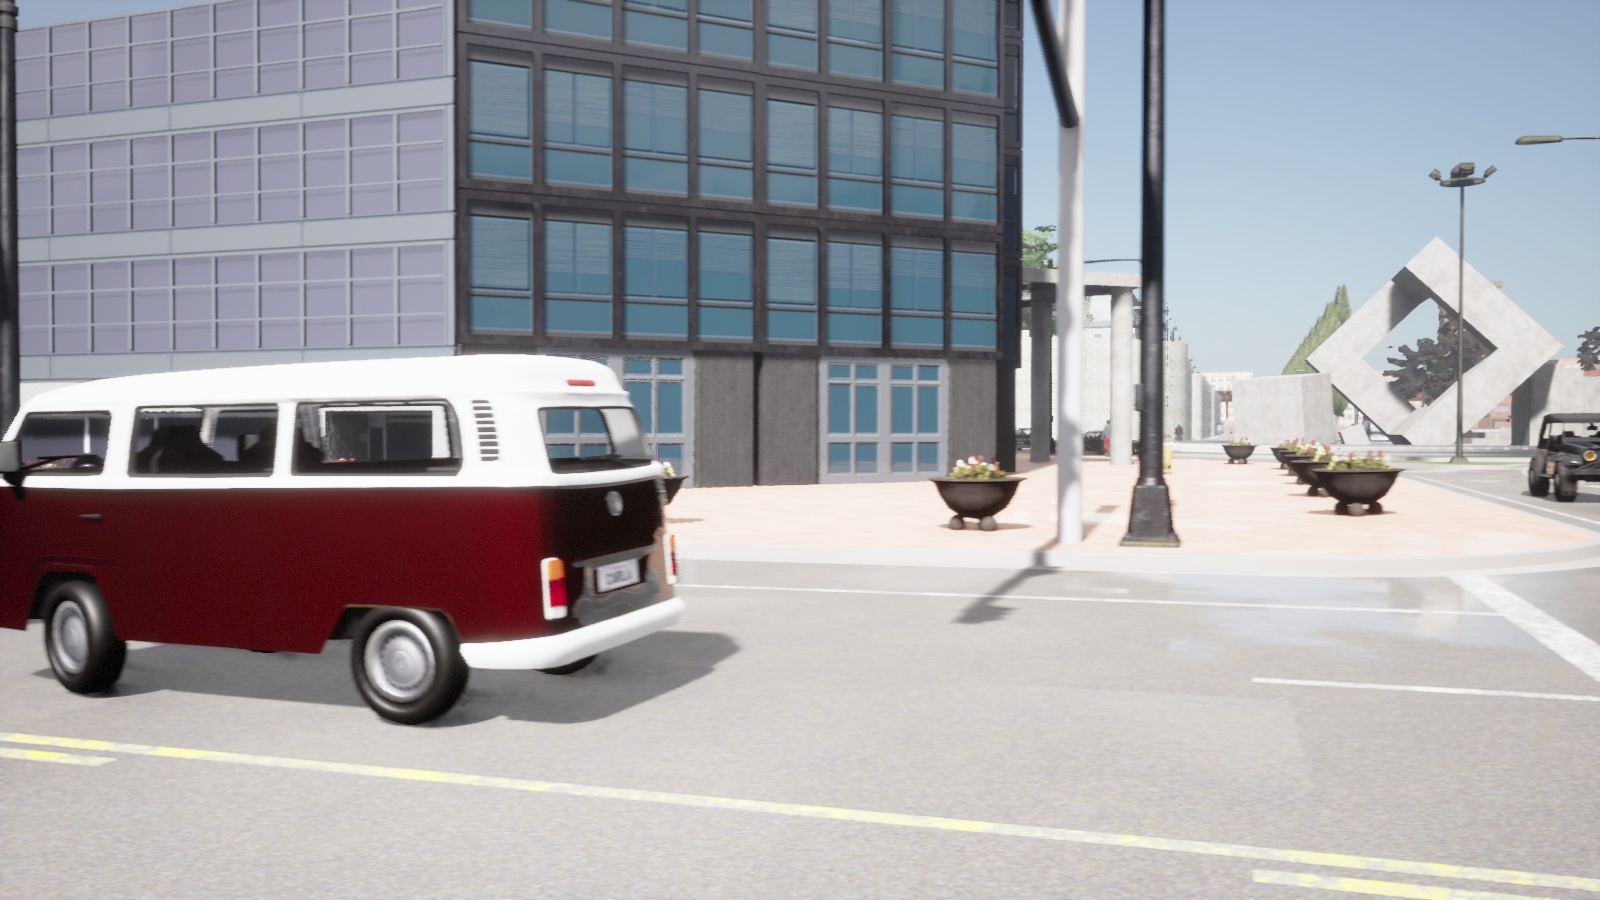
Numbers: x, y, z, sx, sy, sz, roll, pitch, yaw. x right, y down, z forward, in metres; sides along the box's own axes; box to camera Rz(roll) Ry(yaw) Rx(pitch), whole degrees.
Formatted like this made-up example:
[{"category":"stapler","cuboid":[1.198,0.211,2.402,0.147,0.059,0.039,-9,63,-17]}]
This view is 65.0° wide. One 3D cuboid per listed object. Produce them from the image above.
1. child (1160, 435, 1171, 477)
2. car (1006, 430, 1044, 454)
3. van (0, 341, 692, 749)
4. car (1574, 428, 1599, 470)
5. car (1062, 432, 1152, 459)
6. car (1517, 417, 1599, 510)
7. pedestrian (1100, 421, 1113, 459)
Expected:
[{"category":"child","cuboid":[11.190,0.172,38.454,0.270,1.263,0.437,1,1,12]},{"category":"car","cuboid":[14.981,-0.562,83.515,1.789,1.549,3.705,1,1,22]},{"category":"van","cuboid":[-3.179,0.440,8.049,4.480,2.038,2.069,0,2,22]},{"category":"car","cuboid":[33.636,-0.033,50.798,5.027,1.651,2.152,0,1,-36]},{"category":"car","cuboid":[17.453,-0.268,71.673,2.033,1.411,5.357,0,1,-25]},{"category":"car","cuboid":[17.003,0.248,27.115,1.905,1.878,3.866,1,1,19]},{"category":"pedestrian","cuboid":[14.727,-0.488,60.271,0.353,1.847,0.614,0,1,-12]}]
